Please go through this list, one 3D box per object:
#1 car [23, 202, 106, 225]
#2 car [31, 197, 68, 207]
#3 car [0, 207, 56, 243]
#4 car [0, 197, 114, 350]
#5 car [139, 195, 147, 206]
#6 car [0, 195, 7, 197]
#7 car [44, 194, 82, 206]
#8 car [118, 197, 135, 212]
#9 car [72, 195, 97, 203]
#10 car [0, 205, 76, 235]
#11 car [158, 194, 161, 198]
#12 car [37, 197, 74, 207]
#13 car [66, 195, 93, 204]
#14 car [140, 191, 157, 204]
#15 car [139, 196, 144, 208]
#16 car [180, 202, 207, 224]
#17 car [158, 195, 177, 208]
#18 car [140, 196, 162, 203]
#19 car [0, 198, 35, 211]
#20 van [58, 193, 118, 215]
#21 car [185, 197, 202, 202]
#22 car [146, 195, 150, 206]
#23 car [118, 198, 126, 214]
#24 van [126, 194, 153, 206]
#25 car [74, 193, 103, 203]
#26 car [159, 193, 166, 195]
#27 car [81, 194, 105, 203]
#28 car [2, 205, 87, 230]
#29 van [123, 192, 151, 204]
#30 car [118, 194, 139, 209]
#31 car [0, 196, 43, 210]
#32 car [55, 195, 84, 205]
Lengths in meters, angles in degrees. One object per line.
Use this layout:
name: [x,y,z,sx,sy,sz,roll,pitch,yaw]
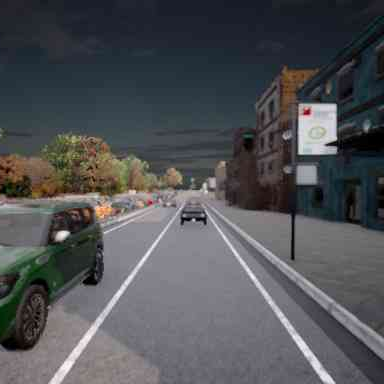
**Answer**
car: [-9.266,1.567,24.438,5.366,1.575,1.946,0,0,0]
car: [-22.349,1.582,52.352,5.008,1.535,2.097,0,0,0]
car: [-9.513,1.556,16.089,5.008,1.535,2.097,0,0,0]
car: [-3.348,1.238,6.597,2.150,2.045,5.566,0,0,0]
car: [-9.487,1.582,46.707,5.366,1.575,1.946,0,0,0]
car: [-22.410,1.329,38.427,5.566,2.045,2.435,0,0,0]
car: [-22.336,1.329,57.796,5.566,2.045,2.435,0,0,0]
car: [-9.361,1.623,38.356,4.674,1.452,2.002,0,0,0]
car: [-22.264,1.452,68.935,4.553,1.767,2.185,0,0,0]
car: [-9.483,1.562,18.872,5.008,1.535,2.097,0,0,0]
car: [-9.174,1.621,66.188,4.674,1.452,2.002,0,0,0]
car: [-22.512,1.578,55.013,5.366,1.575,1.946,0,0,0]
car: [-22.283,1.452,66.151,4.553,1.767,2.185,0,0,0]
car: [-9.217,1.332,55.055,5.566,2.045,2.435,0,0,0]
car: [-9.327,1.586,43.923,4.892,1.521,2.231,0,0,0]
car: [0.124,1.655,25.099,1.895,1.301,4.718,0,0,0]
car: [-3.237,1.554,48.674,2.128,1.511,4.902,0,0,0]
car: [-9.131,1.619,74.396,4.674,1.452,2.002,-1,0,1]
car: [-22.425,1.583,41.211,4.892,1.521,2.231,0,0,0]
van: [-9.297,1.351,29.942,4.442,1.987,1.878,0,0,0]
car: [0.172,1.418,42.095,2.097,1.767,4.553,0,0,0]
car: [-9.277,1.586,49.489,4.892,1.521,2.231,0,0,0]
car: [-9.366,1.609,32.789,4.792,1.488,2.163,0,0,0]
van: [-9.111,1.357,57.714,4.442,1.987,1.878,0,0,0]
car: [-22.242,1.325,71.845,5.566,2.045,2.435,0,0,0]
car: [-8.948,1.576,71.753,5.366,1.575,1.946,0,0,0]
car: [-22.163,1.450,74.631,4.553,1.767,2.185,0,0,0]
car: [-9.473,1.607,21.656,4.674,1.452,2.002,0,0,0]
van: [-9.148,1.359,52.272,4.442,1.987,1.878,0,0,0]
car: [-9.308,1.459,41.138,4.553,1.767,2.185,0,0,0]
car: [-22.431,1.456,43.997,4.553,1.767,2.185,0,0,0]
car: [-22.257,1.454,60.705,4.553,1.767,2.185,0,0,0]
